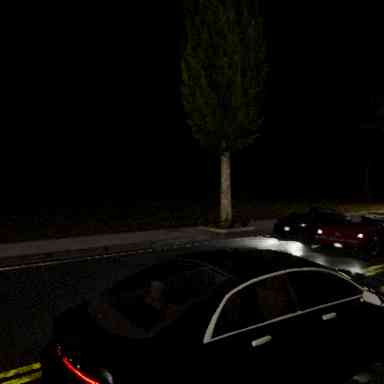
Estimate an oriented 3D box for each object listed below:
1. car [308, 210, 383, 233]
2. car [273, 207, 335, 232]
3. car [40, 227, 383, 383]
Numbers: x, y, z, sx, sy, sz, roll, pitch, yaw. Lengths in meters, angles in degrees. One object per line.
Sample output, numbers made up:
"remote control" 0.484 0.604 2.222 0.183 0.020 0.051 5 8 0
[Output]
"car" 6.700 1.456 12.458 4.718 1.301 1.895 -1 0 -35
"car" 5.802 1.405 15.809 4.181 1.385 1.994 -1 0 -35
"car" 0.848 1.471 4.044 4.892 1.490 1.837 -1 0 -36
